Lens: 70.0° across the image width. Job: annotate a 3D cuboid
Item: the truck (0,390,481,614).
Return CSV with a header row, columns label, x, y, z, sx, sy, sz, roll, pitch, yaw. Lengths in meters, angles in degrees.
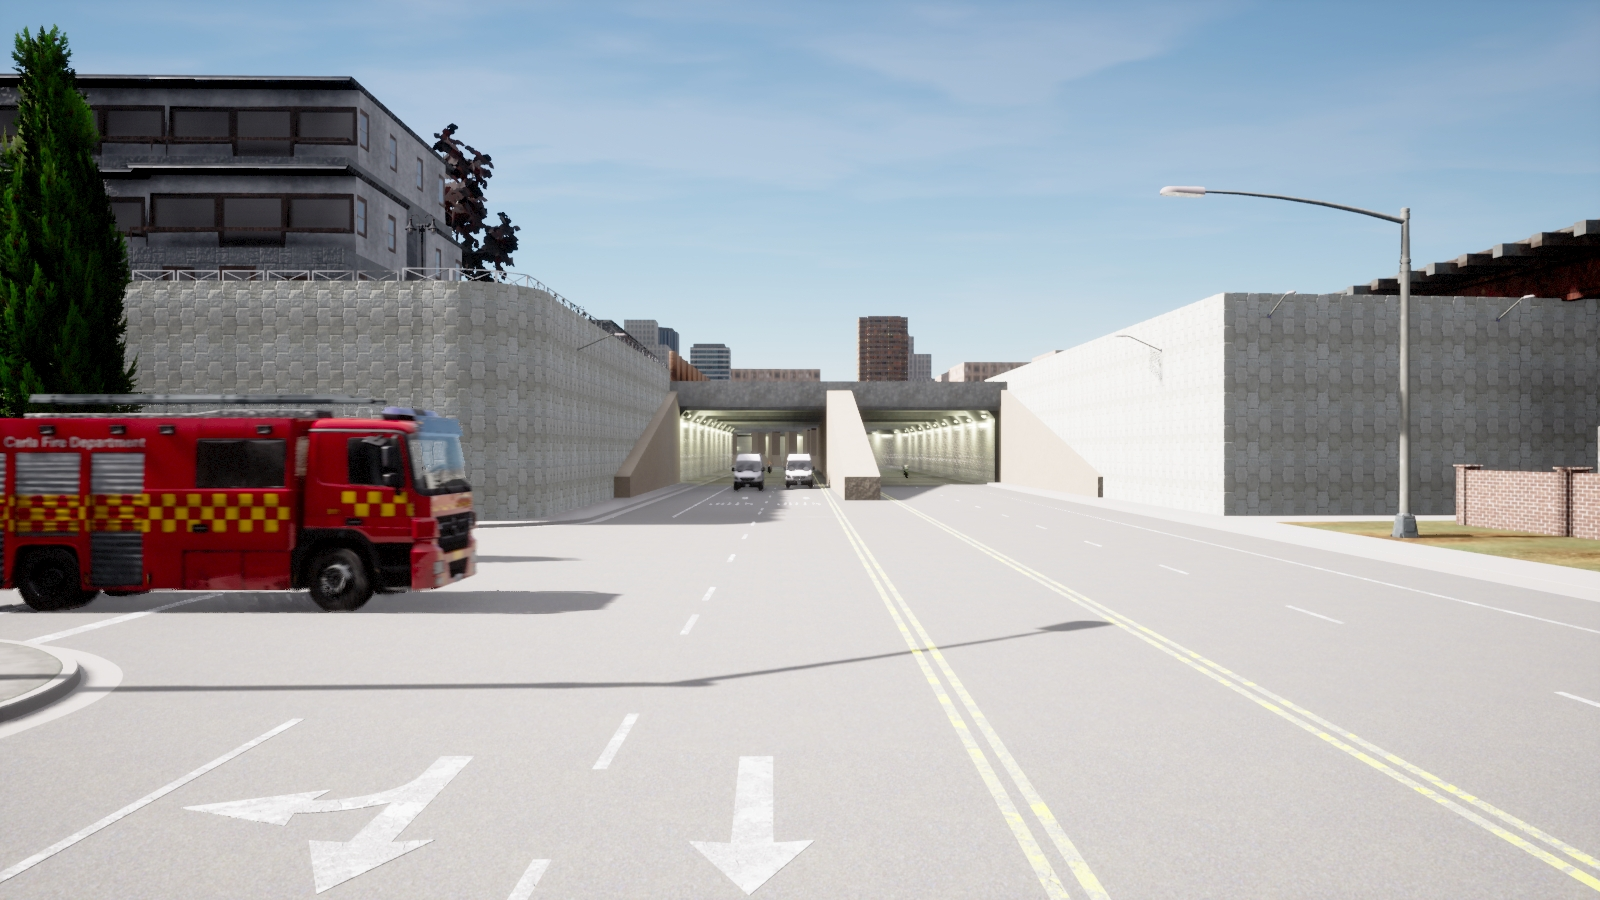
label,x,y,z,sx,sy,sz,roll,pitch,yaw
truck,-10.491,0.890,20.977,8.468,3.827,2.891,0,0,1
